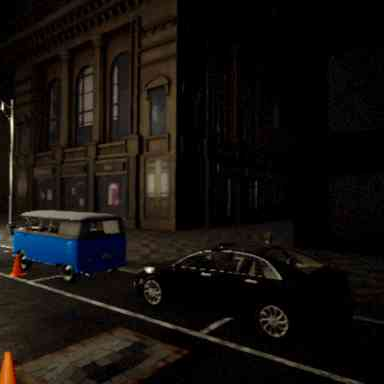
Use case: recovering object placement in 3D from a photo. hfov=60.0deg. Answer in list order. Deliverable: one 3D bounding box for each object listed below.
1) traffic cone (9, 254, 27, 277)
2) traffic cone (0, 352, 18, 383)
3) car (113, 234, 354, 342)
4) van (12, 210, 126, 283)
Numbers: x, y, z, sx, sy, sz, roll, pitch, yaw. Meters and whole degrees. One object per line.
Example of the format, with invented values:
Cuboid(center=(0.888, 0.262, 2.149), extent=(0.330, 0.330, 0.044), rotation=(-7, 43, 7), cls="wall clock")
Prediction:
Cuboid(center=(-4.980, 2.078, 9.527), extent=(0.340, 0.580, 0.340), rotation=(0, -1, 37), cls="traffic cone")
Cuboid(center=(-1.957, 2.004, 3.539), extent=(0.340, 0.580, 0.340), rotation=(0, -1, 37), cls="traffic cone")
Cuboid(center=(0.751, 1.669, 6.565), extent=(4.403, 1.369, 2.008), rotation=(0, -1, 37), cls="car")
Cuboid(center=(-3.756, 1.480, 9.922), extent=(3.998, 1.788, 1.690), rotation=(0, -1, 37), cls="van")
